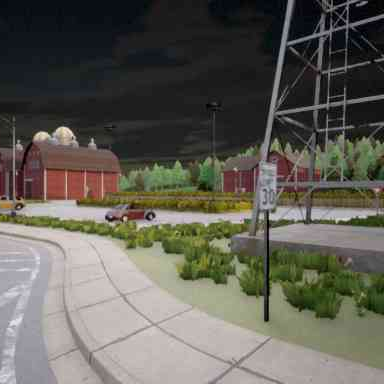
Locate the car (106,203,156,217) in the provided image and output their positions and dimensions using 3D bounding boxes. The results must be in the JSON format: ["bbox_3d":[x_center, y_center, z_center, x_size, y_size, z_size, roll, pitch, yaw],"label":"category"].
[{"bbox_3d":[-4.637,1.521,25.422,1.784,1.438,3.905,0,0,39],"label":"car"}]

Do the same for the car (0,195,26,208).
[{"bbox_3d":[-22.257,1.310,39.383,1.932,1.855,4.605,0,0,39],"label":"car"}]
